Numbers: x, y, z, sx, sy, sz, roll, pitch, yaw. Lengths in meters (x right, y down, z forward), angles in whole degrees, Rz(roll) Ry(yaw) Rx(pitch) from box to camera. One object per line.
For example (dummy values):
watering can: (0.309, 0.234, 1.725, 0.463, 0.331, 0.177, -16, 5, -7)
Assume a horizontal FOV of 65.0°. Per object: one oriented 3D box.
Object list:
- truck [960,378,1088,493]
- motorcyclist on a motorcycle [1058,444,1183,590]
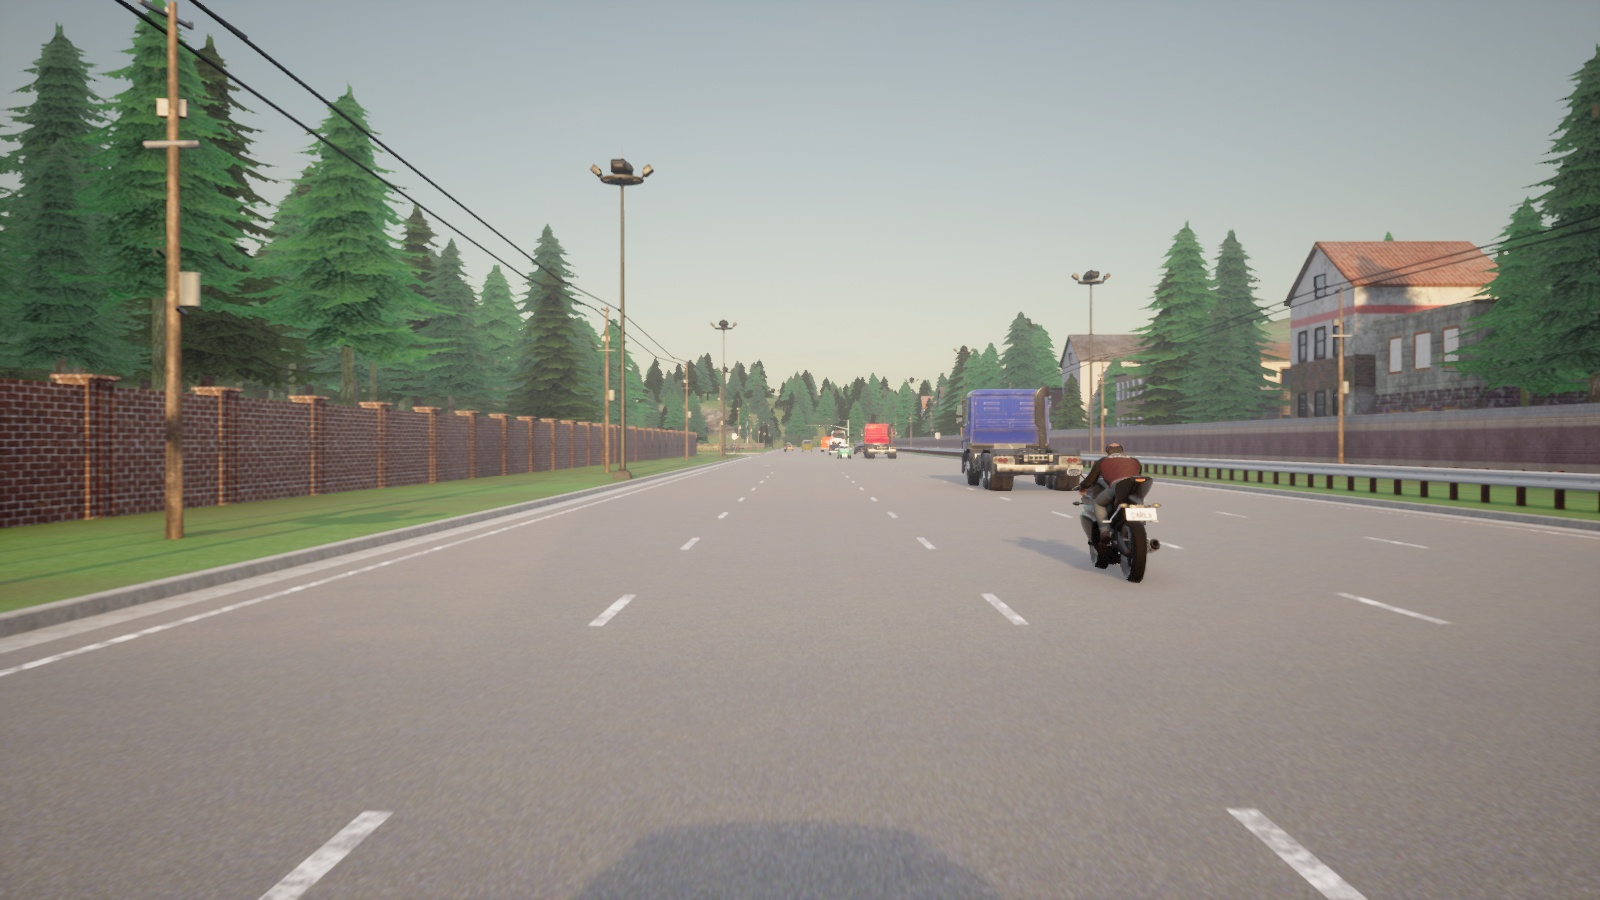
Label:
truck: (7.255, -0.465, 41.765, 2.891, 3.462, 7.936, 0, 0, 0)
motorcyclist on a motorcycle: (3.597, 0.704, 14.311, 0.866, 1.530, 2.191, 0, 0, 0)
